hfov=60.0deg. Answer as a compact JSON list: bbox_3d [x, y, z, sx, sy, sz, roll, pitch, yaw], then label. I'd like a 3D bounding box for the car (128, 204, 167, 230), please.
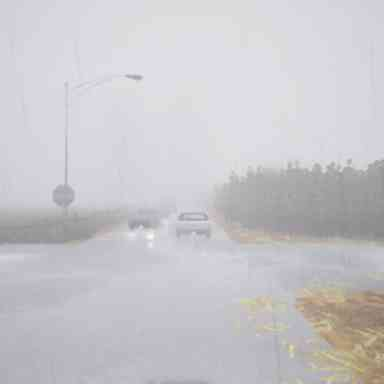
[{"bbox_3d":[-3.212,1.840,23.765,2.033,1.411,5.357,0,-1,0],"label":"car"}]

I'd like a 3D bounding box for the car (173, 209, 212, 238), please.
[{"bbox_3d":[0.084,1.826,19.283,1.895,1.301,4.718,0,-1,0],"label":"car"}]

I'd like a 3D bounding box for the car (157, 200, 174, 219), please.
[{"bbox_3d":[-3.216,1.894,33.962,1.882,1.535,5.008,0,-1,0],"label":"car"}]

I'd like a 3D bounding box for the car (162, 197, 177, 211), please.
[{"bbox_3d":[-3.182,1.724,44.590,2.150,2.045,5.566,0,0,0],"label":"car"}]
